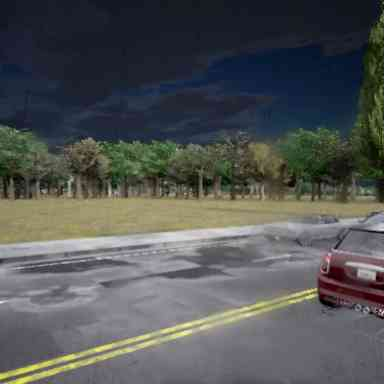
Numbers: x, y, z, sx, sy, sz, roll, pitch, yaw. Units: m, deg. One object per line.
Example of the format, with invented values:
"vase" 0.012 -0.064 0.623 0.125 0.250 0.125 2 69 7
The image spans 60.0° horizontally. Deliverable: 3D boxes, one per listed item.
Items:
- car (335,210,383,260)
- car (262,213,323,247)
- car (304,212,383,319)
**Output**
"car" 8.052 1.554 13.422 5.008 1.535 1.882 0 0 -35
"car" 5.466 1.673 15.570 4.718 1.301 1.895 0 0 -35
"car" 4.613 1.393 6.730 4.553 1.767 2.097 0 0 -36
